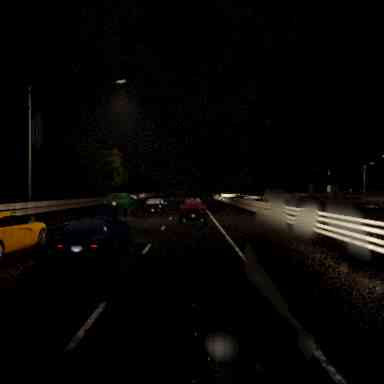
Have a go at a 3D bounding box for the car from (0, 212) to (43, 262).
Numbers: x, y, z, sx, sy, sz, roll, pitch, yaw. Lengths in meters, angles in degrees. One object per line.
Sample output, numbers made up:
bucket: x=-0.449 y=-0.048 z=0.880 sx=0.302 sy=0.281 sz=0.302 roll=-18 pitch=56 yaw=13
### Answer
car: x=-6.908 y=1.445 z=11.691 sx=1.882 sy=1.535 sz=5.008 roll=0 pitch=0 yaw=0

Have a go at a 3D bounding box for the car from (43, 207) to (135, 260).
car: x=-3.409 y=1.492 z=12.105 sx=1.812 sy=1.442 sz=4.674 roll=0 pitch=0 yaw=0

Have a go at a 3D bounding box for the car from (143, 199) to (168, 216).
car: x=-3.420 y=1.405 z=31.350 sx=2.128 sy=1.511 sz=4.902 roll=0 pitch=0 yaw=0

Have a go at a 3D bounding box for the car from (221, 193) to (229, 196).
car: x=8.950 y=1.031 z=92.570 sx=2.128 sy=1.511 sz=4.902 roll=0 pitch=0 yaw=-12

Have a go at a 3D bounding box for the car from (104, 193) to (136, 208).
car: x=-6.921 y=1.132 z=32.259 sx=2.150 sy=2.045 sz=5.566 roll=0 pitch=0 yaw=0

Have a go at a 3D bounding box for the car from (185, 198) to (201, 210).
car: x=0.075 y=1.479 z=42.054 sx=1.895 sy=1.301 sz=4.718 roll=0 pitch=0 yaw=0

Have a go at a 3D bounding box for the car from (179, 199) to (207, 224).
car: x=0.084 y=1.410 z=24.442 sx=1.882 sy=1.535 sz=5.008 roll=0 pitch=0 yaw=0
